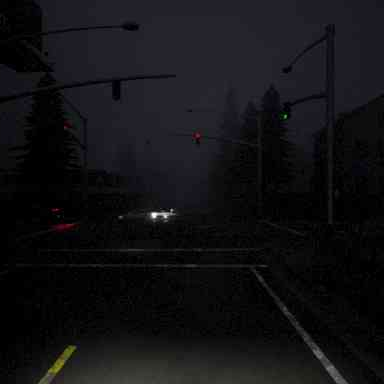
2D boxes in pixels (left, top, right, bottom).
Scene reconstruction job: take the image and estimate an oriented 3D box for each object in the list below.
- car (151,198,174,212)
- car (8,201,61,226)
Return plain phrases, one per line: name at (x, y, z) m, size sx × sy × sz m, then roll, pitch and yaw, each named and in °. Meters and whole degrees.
car at (-3.477, 1.564, 38.045) m, size 1.994 × 1.385 × 4.181 m, roll 0°, pitch 0°, yaw 0°
car at (-11.070, 1.317, 21.461) m, size 4.902 × 1.511 × 2.128 m, roll 1°, pitch 0°, yaw -1°
